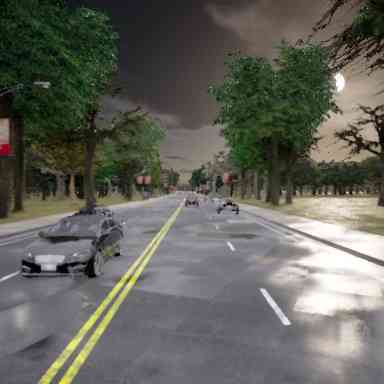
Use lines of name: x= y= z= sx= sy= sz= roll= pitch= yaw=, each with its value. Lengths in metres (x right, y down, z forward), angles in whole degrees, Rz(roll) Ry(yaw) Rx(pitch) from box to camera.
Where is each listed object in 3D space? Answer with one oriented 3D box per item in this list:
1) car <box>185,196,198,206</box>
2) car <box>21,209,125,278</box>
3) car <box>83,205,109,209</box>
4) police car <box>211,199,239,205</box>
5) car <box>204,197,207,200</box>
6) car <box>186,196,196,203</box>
car: x=-0.040 y=1.356 z=54.341 sx=2.097 sy=1.767 sz=4.553 roll=0 pitch=0 yaw=0
car: x=-3.341 y=1.497 z=10.210 sx=2.128 sy=1.511 sz=4.902 roll=0 pitch=0 yaw=0
car: x=-6.531 y=1.573 z=22.377 sx=1.994 sy=1.385 sz=4.181 roll=0 pitch=0 yaw=0
police car: x=3.208 y=1.136 z=31.033 sx=2.038 sy=1.542 sz=4.974 roll=0 pitch=0 yaw=0
car: x=3.062 y=1.162 z=62.564 sx=2.163 sy=1.488 sz=4.792 roll=0 pitch=0 yaw=0
car: x=-0.257 y=1.554 z=73.002 sx=1.994 sy=1.385 sz=4.181 roll=0 pitch=0 yaw=0
